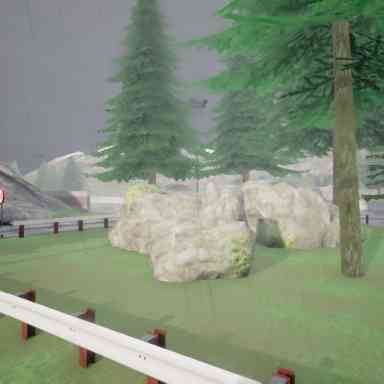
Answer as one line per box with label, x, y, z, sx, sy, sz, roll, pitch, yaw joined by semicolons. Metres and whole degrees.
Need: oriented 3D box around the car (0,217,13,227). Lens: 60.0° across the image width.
car;-10.978;1.359;15.424;5.357;1.411;2.033;0;0;16
